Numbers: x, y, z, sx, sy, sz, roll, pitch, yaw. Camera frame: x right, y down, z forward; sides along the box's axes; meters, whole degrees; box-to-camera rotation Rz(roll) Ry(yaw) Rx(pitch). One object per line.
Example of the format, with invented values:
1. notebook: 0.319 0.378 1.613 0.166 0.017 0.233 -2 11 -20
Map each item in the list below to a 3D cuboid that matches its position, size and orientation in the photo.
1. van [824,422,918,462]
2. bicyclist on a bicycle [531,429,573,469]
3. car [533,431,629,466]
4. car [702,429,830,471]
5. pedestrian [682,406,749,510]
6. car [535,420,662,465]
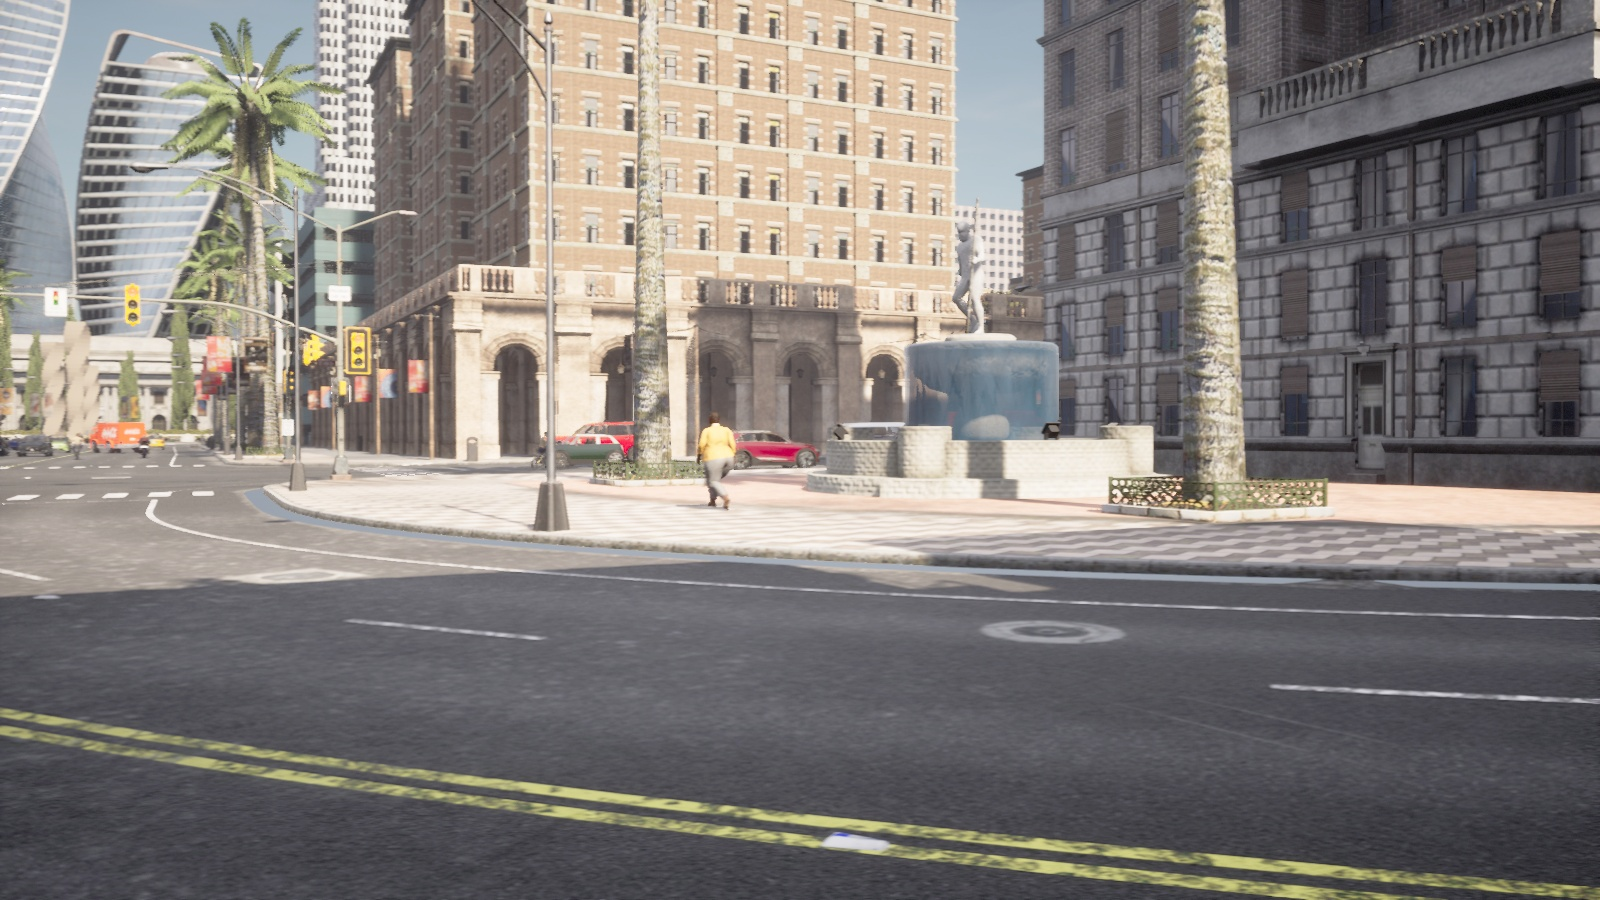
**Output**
1. van: 3.757 -0.420 66.148 4.480 2.038 2.069 0 1 -26
2. bicyclist on a bicycle: -10.181 -0.046 51.529 1.509 1.612 0.866 0 1 -26
3. car: -9.715 -0.076 55.640 3.806 1.475 1.970 0 1 -26
4. car: -1.405 -0.023 51.938 4.856 1.649 2.033 0 1 -26
5. pedestrian: -1.550 0.136 22.941 0.874 1.855 0.900 0 1 -34
6. car: -9.536 -0.382 59.629 5.566 2.045 2.150 0 1 -26
